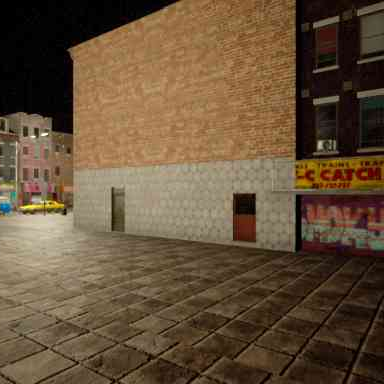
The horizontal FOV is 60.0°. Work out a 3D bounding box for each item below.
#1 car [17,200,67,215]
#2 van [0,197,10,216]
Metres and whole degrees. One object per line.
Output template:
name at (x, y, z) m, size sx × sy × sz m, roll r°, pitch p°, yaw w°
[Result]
car at (-15.331, 1.517, 34.184) m, size 1.752 × 1.417 × 4.829 m, roll 0°, pitch 0°, yaw 36°
van at (-18.511, 1.337, 29.768) m, size 1.690 × 1.788 × 3.998 m, roll 0°, pitch 0°, yaw 36°
